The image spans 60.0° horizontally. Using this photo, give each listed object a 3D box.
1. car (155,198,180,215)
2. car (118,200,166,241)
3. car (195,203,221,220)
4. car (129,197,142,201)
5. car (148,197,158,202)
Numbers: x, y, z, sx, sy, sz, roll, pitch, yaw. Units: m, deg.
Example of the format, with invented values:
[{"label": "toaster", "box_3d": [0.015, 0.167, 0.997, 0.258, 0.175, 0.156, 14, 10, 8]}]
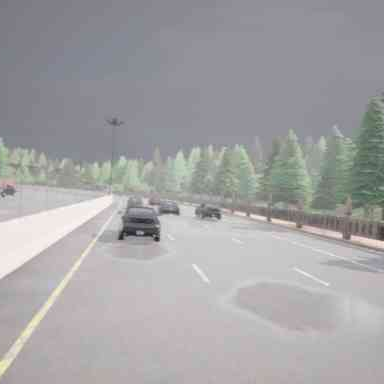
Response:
[{"label": "car", "box_3d": [-2.473, 1.653, 35.303, 1.994, 1.385, 4.181, 4, 0, -10]}, {"label": "car", "box_3d": [-2.586, 1.436, 16.367, 1.837, 1.490, 4.892, 4, 0, -10]}, {"label": "car", "box_3d": [1.551, 1.882, 32.704, 1.837, 1.490, 4.892, 4, 0, -10]}, {"label": "car", "box_3d": [-6.718, 1.341, 39.155, 2.033, 1.411, 5.357, 4, 0, -10]}, {"label": "car", "box_3d": [-6.091, 1.528, 54.549, 1.994, 1.385, 4.181, 5, -1, -12]}]
